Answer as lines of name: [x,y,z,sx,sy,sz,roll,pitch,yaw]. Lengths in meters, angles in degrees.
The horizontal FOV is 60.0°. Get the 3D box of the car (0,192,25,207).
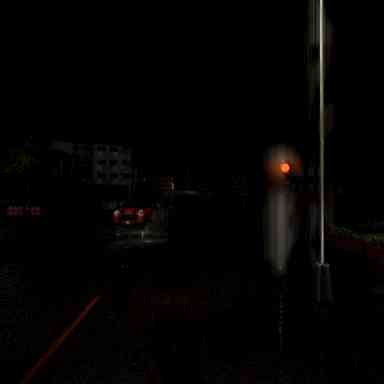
car: [-19.715,0.985,35.000,1.905,1.878,3.866,0,0,35]

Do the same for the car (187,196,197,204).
car: [0.082,1.547,66.201,2.033,1.411,5.357,0,0,0]

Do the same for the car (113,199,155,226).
car: [-4.071,1.351,23.314,2.097,1.767,4.553,0,0,0]

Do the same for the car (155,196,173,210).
car: [-4.047,1.491,43.085,2.128,1.511,4.902,0,0,0]

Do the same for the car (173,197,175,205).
car: [-4.008,1.491,58.467,2.128,1.511,4.902,0,0,0]

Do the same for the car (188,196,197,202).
car: [0.095,1.583,76.796,1.895,1.301,4.718,0,0,0]
